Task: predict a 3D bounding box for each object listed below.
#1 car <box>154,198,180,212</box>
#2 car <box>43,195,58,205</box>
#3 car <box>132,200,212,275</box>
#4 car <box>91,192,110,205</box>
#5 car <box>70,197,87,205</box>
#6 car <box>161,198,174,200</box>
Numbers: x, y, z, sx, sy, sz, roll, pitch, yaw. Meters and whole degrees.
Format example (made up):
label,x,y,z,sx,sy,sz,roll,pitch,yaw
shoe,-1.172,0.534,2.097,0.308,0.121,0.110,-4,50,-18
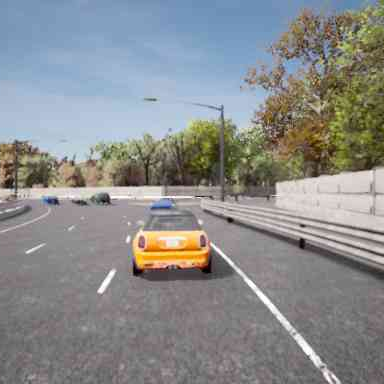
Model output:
label,x,y,z,sx,sy,sz,roll,pitch,yaw
car,-2.703,1.426,37.523,2.033,1.411,5.357,0,0,6
car,-24.514,1.361,57.638,1.882,1.535,5.008,0,0,-33
car,-0.672,1.318,10.541,2.097,1.767,4.553,0,0,-5
car,-15.407,1.079,56.105,2.150,2.045,5.566,0,0,-29
car,-18.811,1.474,55.038,1.895,1.301,4.718,0,0,-30
car,-2.407,1.391,27.091,1.882,1.535,5.008,0,0,-5
